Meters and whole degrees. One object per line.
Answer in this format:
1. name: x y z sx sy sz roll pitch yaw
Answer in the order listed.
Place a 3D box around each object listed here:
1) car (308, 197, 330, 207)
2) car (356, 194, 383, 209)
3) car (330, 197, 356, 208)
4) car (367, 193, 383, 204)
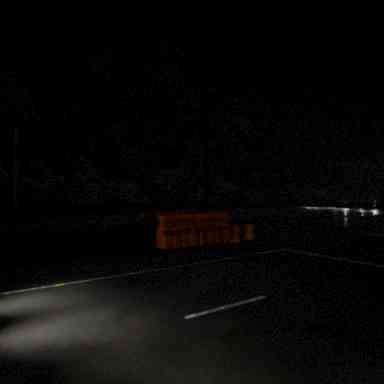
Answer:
1. car: 18.851 1.383 47.544 5.357 1.411 2.033 0 0 -35
2. car: 23.396 1.188 42.185 4.553 1.767 2.097 0 0 -35
3. car: 21.163 1.360 44.885 4.674 1.442 1.812 -1 0 -36
4. car: 32.344 1.115 57.102 4.553 1.767 2.097 0 0 -35
